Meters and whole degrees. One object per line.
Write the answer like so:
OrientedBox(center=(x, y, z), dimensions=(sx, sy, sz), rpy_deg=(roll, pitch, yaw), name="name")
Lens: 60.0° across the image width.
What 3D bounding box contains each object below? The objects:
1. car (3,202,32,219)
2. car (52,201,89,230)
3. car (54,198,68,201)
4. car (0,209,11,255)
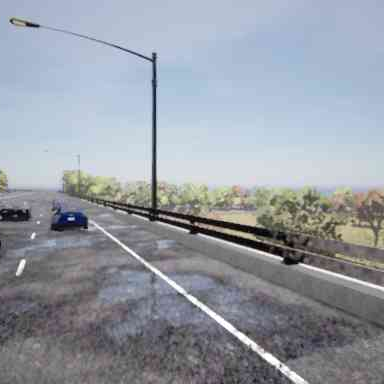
OrientedBox(center=(-13.922, 1.473, 26.646), dimensions=(1.895, 1.301, 4.718), rpy_deg=(0, 0, -23), name="car")
OrientedBox(center=(-7.572, 1.471, 20.582), dimensions=(1.994, 1.385, 4.181), rpy_deg=(0, 0, -23), name="car")
OrientedBox(center=(-15.016, 1.370, 38.198), dimensions=(2.033, 1.411, 5.357), rpy_deg=(0, 0, -23), name="car")
OrientedBox(center=(-6.505, 1.445, 9.100), dimensions=(2.128, 1.511, 4.902), rpy_deg=(0, 0, -23), name="car")
